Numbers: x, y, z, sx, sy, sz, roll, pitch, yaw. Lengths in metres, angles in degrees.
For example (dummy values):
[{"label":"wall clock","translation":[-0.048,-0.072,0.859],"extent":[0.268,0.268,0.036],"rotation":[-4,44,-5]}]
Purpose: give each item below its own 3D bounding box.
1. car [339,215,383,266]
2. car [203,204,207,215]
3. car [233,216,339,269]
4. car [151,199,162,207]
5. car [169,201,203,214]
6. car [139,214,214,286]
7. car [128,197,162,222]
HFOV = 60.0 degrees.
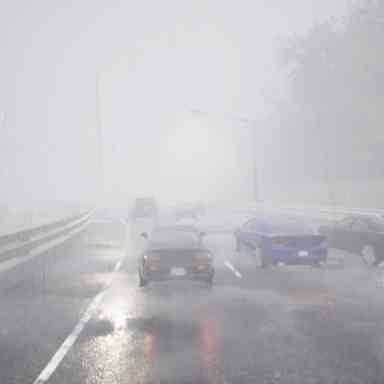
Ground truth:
[{"label":"car","translation":[6.256,1.536,11.867],"extent":[1.882,1.535,5.008],"rotation":[0,0,-6]},{"label":"car","translation":[0.146,1.774,38.175],"extent":[1.882,1.535,5.008],"rotation":[0,0,-17]},{"label":"car","translation":[2.771,1.553,11.563],"extent":[1.882,1.535,5.008],"rotation":[0,-1,-6]},{"label":"car","translation":[-6.954,2.114,65.745],"extent":[1.994,1.385,4.181],"rotation":[0,0,-4]},{"label":"car","translation":[-0.828,1.760,29.489],"extent":[1.812,1.442,4.674],"rotation":[0,0,-16]},{"label":"car","translation":[-0.510,1.604,9.593],"extent":[1.812,1.442,4.674],"rotation":[0,0,-5]},{"label":"car","translation":[-4.316,1.472,29.111],"extent":[2.150,2.045,5.566],"rotation":[0,0,-16]}]
